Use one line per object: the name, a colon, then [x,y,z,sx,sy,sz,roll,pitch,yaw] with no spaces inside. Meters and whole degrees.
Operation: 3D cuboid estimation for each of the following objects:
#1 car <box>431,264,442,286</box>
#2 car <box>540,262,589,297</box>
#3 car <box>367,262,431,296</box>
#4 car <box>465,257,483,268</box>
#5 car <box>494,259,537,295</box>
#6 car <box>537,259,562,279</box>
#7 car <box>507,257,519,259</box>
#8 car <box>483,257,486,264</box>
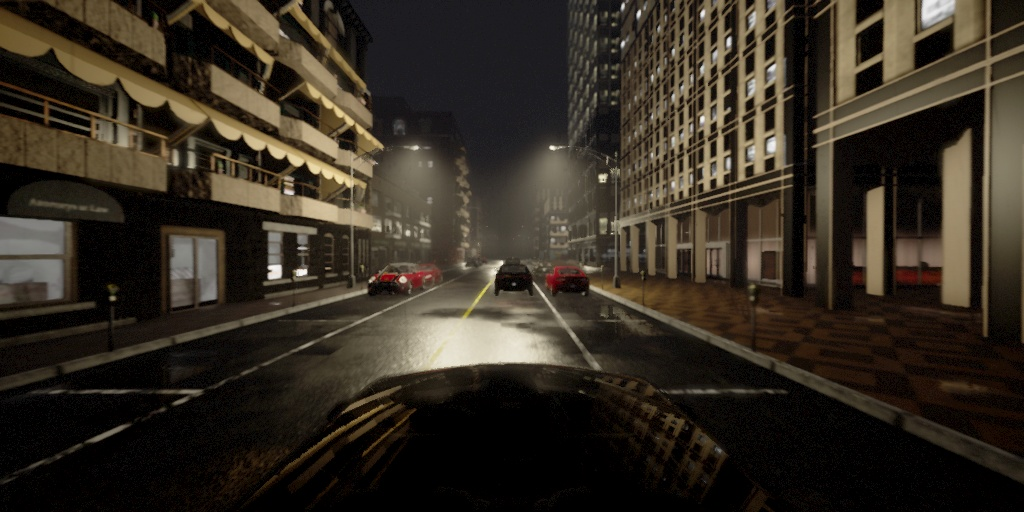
car: [-5.689,1.194,23.715,1.802,1.307,4.207,0,0,0]
car: [2.692,1.192,18.066,1.888,1.381,4.507,0,0,0]
car: [-5.689,1.087,18.066,1.967,1.591,4.097,0,0,0]
car: [-5.687,0.994,51.957,2.007,1.370,4.403,0,0,0]
car: [0.096,1.119,18.998,1.882,1.535,5.008,0,1,0]
car: [2.692,1.128,29.363,2.007,1.370,4.403,0,0,0]
car: [0.098,0.877,37.985,2.097,1.767,4.553,0,0,0]
car: [-5.686,0.962,57.605,2.007,1.370,4.403,0,0,0]
